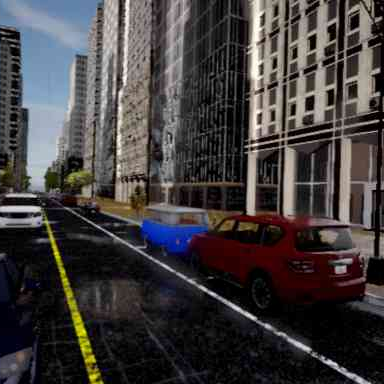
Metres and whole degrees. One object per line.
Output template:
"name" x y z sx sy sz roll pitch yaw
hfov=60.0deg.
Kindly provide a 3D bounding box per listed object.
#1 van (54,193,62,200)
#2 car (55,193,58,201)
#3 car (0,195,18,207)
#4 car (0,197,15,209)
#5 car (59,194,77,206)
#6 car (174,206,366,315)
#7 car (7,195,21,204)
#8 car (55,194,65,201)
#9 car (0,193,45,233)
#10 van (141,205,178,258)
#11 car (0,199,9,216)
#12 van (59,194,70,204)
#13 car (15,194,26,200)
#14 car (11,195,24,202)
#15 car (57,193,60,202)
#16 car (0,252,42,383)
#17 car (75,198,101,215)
"van" -34.332 1.224 85.330 1.690 1.788 3.998 1 0 -25
"car" -27.145 1.373 69.869 1.967 1.590 4.097 1 0 -25
"car" -25.155 1.193 45.721 1.967 1.590 4.097 1 0 -25
"car" -22.761 1.350 40.566 1.802 1.307 4.206 1 0 -25
"car" -19.953 1.298 54.408 2.192 1.841 5.009 1 0 -25
"car" 1.615 1.441 8.025 2.192 1.841 5.009 1 0 -25
"car" -29.877 1.246 55.874 1.752 1.417 4.829 1 0 -25
"car" -31.938 1.340 80.176 1.967 1.590 4.097 1 0 -25
"car" -9.850 1.138 19.213 2.150 2.045 5.566 2 0 -25
"van" -0.782 1.451 13.178 1.690 1.788 3.998 1 0 -25
"car" -17.967 1.351 30.259 2.008 1.369 4.403 1 0 -25
"van" -24.746 1.291 64.716 1.690 1.788 3.998 1 0 -25
"car" -39.535 1.204 76.643 2.008 1.369 4.403 1 0 -25
"car" -34.743 1.253 66.335 1.947 1.339 4.313 1 0 -25
"car" -22.350 1.281 59.562 2.192 1.841 5.009 1 0 -25
"car" -2.991 1.524 4.221 1.994 1.385 4.181 2 -1 -24
"car" -10.372 1.597 33.792 2.008 1.369 4.403 1 0 -25
